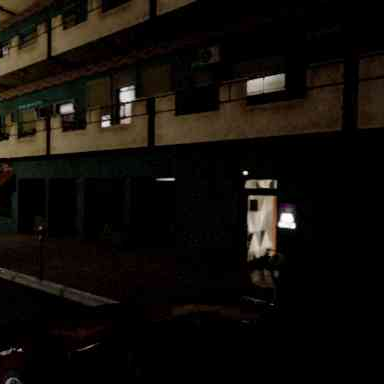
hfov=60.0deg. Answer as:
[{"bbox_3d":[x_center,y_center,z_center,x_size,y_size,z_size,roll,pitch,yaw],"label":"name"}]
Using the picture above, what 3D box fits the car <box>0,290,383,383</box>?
[{"bbox_3d":[0.023,1.572,2.846,4.206,1.307,1.802,0,1,36],"label":"car"}]
